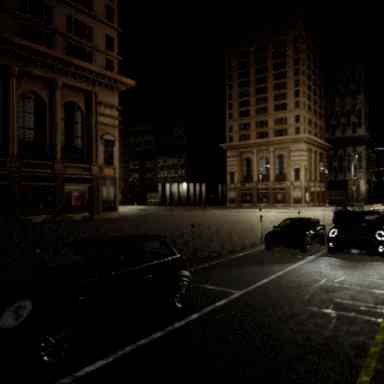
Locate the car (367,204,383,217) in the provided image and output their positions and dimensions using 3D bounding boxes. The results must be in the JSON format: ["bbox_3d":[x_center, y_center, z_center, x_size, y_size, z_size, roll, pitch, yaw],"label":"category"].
[{"bbox_3d":[21.442,2.068,37.870,2.008,1.369,4.403,-1,-1,36],"label":"car"}]

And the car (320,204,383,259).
[{"bbox_3d":[7.104,1.553,13.666,2.097,1.767,4.553,-1,-1,36],"label":"car"}]

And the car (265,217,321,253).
[{"bbox_3d":[4.833,1.813,15.076,1.947,1.339,4.313,-2,-1,36],"label":"car"}]

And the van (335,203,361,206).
[{"bbox_3d":[11.474,1.698,24.198,1.690,1.788,3.998,-1,-1,36],"label":"van"}]

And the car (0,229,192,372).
[{"bbox_3d":[-1.812,1.575,5.960,1.967,1.590,4.097,-2,-1,36],"label":"car"}]
